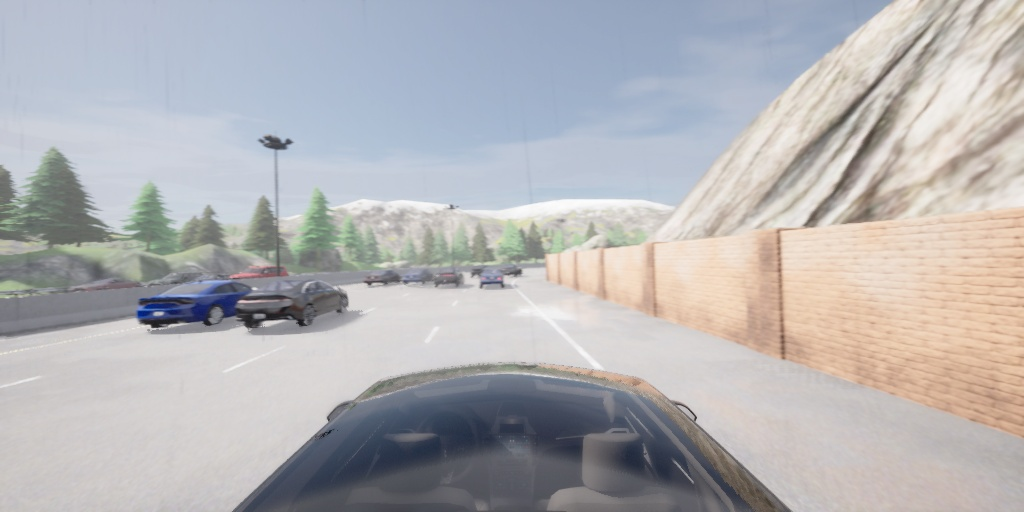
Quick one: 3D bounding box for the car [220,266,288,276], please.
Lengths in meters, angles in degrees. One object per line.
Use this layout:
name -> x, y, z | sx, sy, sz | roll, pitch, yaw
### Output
car -> -22.582, 1.940, 32.192 | 2.150, 2.045, 5.566 | -2, -1, 2

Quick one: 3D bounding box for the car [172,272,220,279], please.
car -> -26.074, 2.295, 31.341 | 2.128, 1.511, 4.902 | -2, -1, 1

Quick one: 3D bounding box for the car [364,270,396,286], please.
car -> -12.013, 1.995, 33.820 | 2.033, 1.411, 5.357 | -2, -1, 4

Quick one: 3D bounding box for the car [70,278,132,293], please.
car -> -33.043, 2.533, 29.389 | 1.994, 1.385, 4.181 | -2, -1, 0

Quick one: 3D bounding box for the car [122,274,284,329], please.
car -> -11.132, 1.667, 13.580 | 1.882, 1.535, 5.008 | -2, -1, -4

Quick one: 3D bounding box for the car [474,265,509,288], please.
car -> -1.499, 1.638, 27.762 | 2.033, 1.411, 5.357 | -2, -1, -2

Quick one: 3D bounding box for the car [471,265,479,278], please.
car -> -3.499, 1.828, 43.037 | 1.837, 1.490, 4.892 | -2, 0, 12

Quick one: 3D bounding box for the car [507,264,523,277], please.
car -> 0.052, 1.716, 42.973 | 2.128, 1.511, 4.902 | -2, -1, 12

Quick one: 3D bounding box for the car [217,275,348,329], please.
car -> -7.577, 1.577, 12.919 | 2.128, 1.511, 4.902 | -2, -1, -4

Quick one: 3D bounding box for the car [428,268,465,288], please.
car -> -4.977, 1.691, 29.062 | 2.128, 1.511, 4.902 | -2, -1, 0

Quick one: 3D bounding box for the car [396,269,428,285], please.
car -> -8.522, 1.895, 33.390 | 2.033, 1.411, 5.357 | -2, -1, 3

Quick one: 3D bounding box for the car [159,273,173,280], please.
car -> -29.556, 2.253, 31.872 | 2.097, 1.767, 4.553 | -2, -1, 2
